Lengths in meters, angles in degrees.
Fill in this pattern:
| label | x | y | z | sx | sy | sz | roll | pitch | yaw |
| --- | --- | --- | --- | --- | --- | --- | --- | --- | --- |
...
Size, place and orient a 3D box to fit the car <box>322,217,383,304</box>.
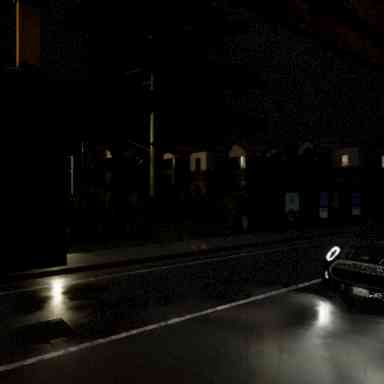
| label | x | y | z | sx | sy | sz | roll | pitch | yaw |
| --- | --- | --- | --- | --- | --- | --- | --- | --- | --- |
| car | 5.082 | 1.350 | 7.819 | 4.553 | 1.767 | 2.097 | 0 | 0 | -37 |
